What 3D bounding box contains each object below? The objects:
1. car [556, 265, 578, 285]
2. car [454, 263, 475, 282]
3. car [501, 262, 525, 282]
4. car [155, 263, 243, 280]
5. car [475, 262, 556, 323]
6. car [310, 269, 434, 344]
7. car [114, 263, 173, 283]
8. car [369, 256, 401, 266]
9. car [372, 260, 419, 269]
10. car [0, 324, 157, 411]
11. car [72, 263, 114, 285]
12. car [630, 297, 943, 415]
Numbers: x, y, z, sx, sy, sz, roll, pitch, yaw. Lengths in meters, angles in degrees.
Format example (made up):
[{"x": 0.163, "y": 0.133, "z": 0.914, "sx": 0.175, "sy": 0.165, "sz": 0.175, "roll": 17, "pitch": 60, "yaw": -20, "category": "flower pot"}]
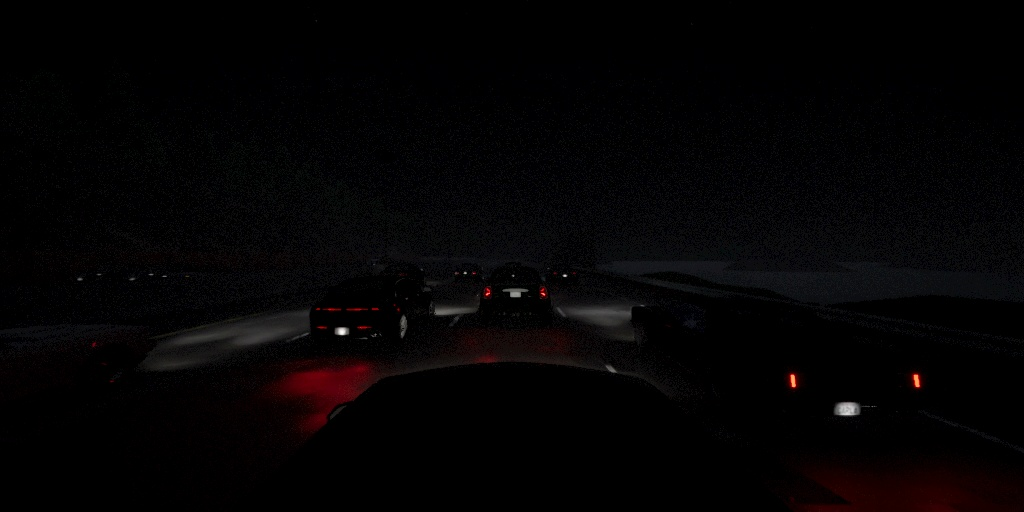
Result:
[{"x": 3.593, "y": 1.312, "z": 26.321, "sx": 1.994, "sy": 1.385, "sz": 4.181, "roll": 0, "pitch": 0, "yaw": 0, "category": "car"}, {"x": -3.407, "y": 1.295, "z": 28.623, "sx": 2.033, "sy": 1.411, "sz": 5.357, "roll": 0, "pitch": 0, "yaw": 0, "category": "car"}, {"x": 0.095, "y": 1.253, "z": 29.884, "sx": 1.837, "sy": 1.490, "sz": 4.892, "roll": 0, "pitch": 0, "yaw": 0, "category": "car"}, {"x": -21.105, "y": 1.349, "z": 24.642, "sx": 1.895, "sy": 1.301, "sz": 4.718, "roll": 0, "pitch": 0, "yaw": 0, "category": "car"}, {"x": 0.098, "y": 1.101, "z": 12.192, "sx": 2.097, "sy": 1.767, "sz": 4.553, "roll": 0, "pitch": 0, "yaw": 0, "category": "car"}, {"x": -3.401, "y": 1.254, "z": 9.588, "sx": 1.837, "sy": 1.490, "sz": 4.892, "roll": 0, "pitch": 0, "yaw": 0, "category": "car"}, {"x": -24.603, "y": 1.240, "z": 25.725, "sx": 2.128, "sy": 1.511, "sz": 4.902, "roll": 0, "pitch": 0, "yaw": 0, "category": "car"}, {"x": -17.579, "y": 1.098, "z": 49.780, "sx": 2.097, "sy": 1.767, "sz": 4.553, "roll": 0, "pitch": 0, "yaw": 0, "category": "car"}, {"x": -6.904, "y": 1.226, "z": 23.005, "sx": 1.882, "sy": 1.535, "sz": 5.008, "roll": 0, "pitch": 0, "yaw": 0, "category": "car"}, {"x": -6.900, "y": 1.351, "z": 3.839, "sx": 1.895, "sy": 1.301, "sz": 4.718, "roll": 0, "pitch": 0, "yaw": 0, "category": "car"}, {"x": -28.102, "y": 1.240, "z": 25.781, "sx": 2.128, "sy": 1.511, "sz": 4.902, "roll": 0, "pitch": 0, "yaw": 0, "category": "car"}, {"x": 3.600, "y": 1.351, "z": 6.068, "sx": 1.895, "sy": 1.301, "sz": 4.718, "roll": 0, "pitch": 0, "yaw": 0, "category": "car"}]
